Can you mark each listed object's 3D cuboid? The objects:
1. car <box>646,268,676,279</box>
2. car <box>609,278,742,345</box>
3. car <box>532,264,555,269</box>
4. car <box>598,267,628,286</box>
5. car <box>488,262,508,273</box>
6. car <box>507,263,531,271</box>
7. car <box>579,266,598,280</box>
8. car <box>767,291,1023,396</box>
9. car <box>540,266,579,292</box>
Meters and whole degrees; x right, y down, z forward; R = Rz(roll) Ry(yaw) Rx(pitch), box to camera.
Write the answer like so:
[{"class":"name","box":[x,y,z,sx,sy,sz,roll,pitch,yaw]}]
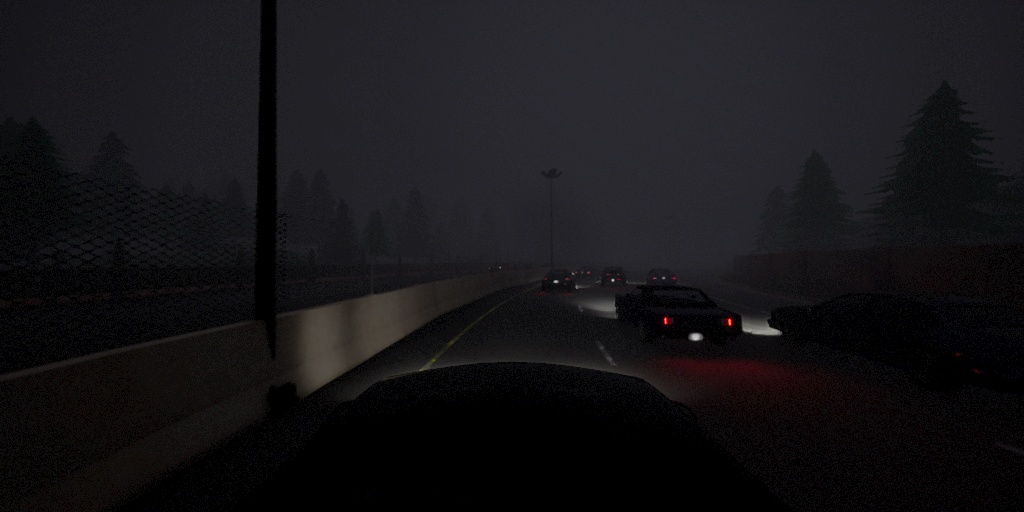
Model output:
[{"class":"car","box":[11.299,1.625,27.267,2.033,1.411,5.357,0,-1,18]},{"class":"car","box":[4.148,1.457,9.879,1.895,1.301,4.718,0,-1,5]},{"class":"car","box":[4.706,1.815,48.055,1.837,1.490,4.892,0,-1,27]},{"class":"car","box":[8.351,1.599,29.263,1.837,1.490,4.892,0,-1,18]},{"class":"car","box":[-1.521,1.677,51.242,2.097,1.767,4.553,0,-1,27]},{"class":"car","box":[1.668,1.829,49.802,1.837,1.490,4.892,0,-1,27]},{"class":"car","box":[8.156,1.751,38.608,2.033,1.411,5.357,0,-1,24]},{"class":"car","box":[7.361,1.375,6.779,2.033,1.411,5.357,0,-1,5]},{"class":"car","box":[3.185,1.583,24.008,1.994,1.385,4.181,0,-1,13]}]
